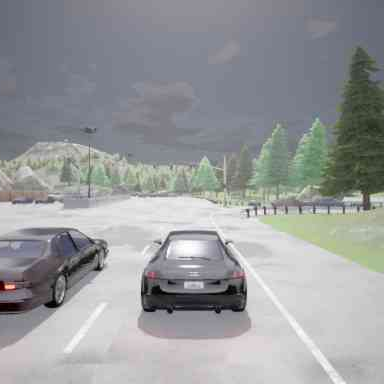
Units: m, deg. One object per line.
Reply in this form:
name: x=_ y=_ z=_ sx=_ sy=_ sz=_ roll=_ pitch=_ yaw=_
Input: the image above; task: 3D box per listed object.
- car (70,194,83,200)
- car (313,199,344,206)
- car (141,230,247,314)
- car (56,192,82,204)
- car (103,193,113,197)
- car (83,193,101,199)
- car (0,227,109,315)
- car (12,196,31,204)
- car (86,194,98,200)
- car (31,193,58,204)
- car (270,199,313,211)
car: x=-28.817 y=1.254 z=83.426 sx=1.994 sy=1.385 sz=4.181 roll=0 pitch=0 yaw=-3
car: x=16.444 y=1.455 z=41.011 sx=4.181 sy=1.385 sz=1.994 roll=0 pitch=0 yaw=7
car: x=0.035 y=1.563 z=7.694 sx=1.994 sy=1.385 sz=4.181 roll=0 pitch=0 yaw=0
car: x=-21.578 y=1.164 z=58.352 sx=2.097 sy=1.767 sz=4.553 roll=0 pitch=0 yaw=0
car: x=-22.154 y=1.209 z=87.518 sx=2.128 sy=1.511 sz=4.902 roll=0 pitch=0 yaw=-3
car: x=-21.649 y=1.276 z=72.320 sx=2.128 sy=1.511 sz=4.902 roll=0 pitch=0 yaw=-1
car: x=-3.464 y=1.547 z=7.846 sx=2.033 sy=1.411 sz=5.357 roll=0 pitch=0 yaw=0
car: x=-28.552 y=1.387 z=56.132 sx=1.994 sy=1.385 sz=4.181 roll=0 pitch=0 yaw=0
car: x=-25.389 y=1.292 z=84.499 sx=1.895 sy=1.301 sz=4.718 roll=0 pitch=0 yaw=-3
car: x=-25.062 y=1.385 z=56.613 sx=1.994 sy=1.385 sz=4.181 roll=0 pitch=0 yaw=0
car: x=11.047 y=1.468 z=37.921 sx=4.181 sy=1.385 sz=1.994 roll=0 pitch=0 yaw=4
